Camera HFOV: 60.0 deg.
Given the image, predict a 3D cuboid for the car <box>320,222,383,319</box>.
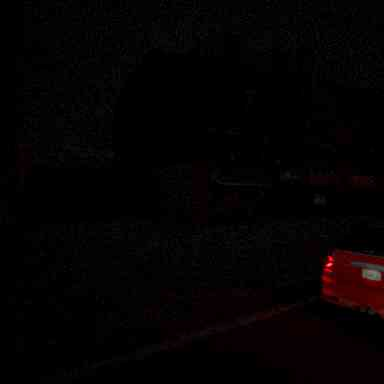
[{"bbox_3d":[4.613,1.349,6.571,4.553,1.767,2.097,0,0,-35],"label":"car"}]
